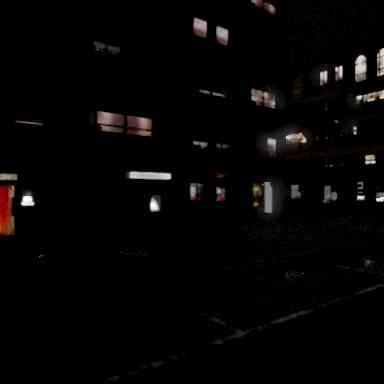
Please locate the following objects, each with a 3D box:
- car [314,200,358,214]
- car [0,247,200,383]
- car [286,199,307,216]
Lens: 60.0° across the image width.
[{"bbox_3d":[14.732,1.489,34.291,2.008,1.369,4.403,0,0,-36],"label":"car"},{"bbox_3d":[-1.858,1.557,4.723,4.313,1.339,1.947,-1,1,-36],"label":"car"},{"bbox_3d":[8.132,1.347,29.527,1.967,1.590,4.097,0,0,-36],"label":"car"}]
